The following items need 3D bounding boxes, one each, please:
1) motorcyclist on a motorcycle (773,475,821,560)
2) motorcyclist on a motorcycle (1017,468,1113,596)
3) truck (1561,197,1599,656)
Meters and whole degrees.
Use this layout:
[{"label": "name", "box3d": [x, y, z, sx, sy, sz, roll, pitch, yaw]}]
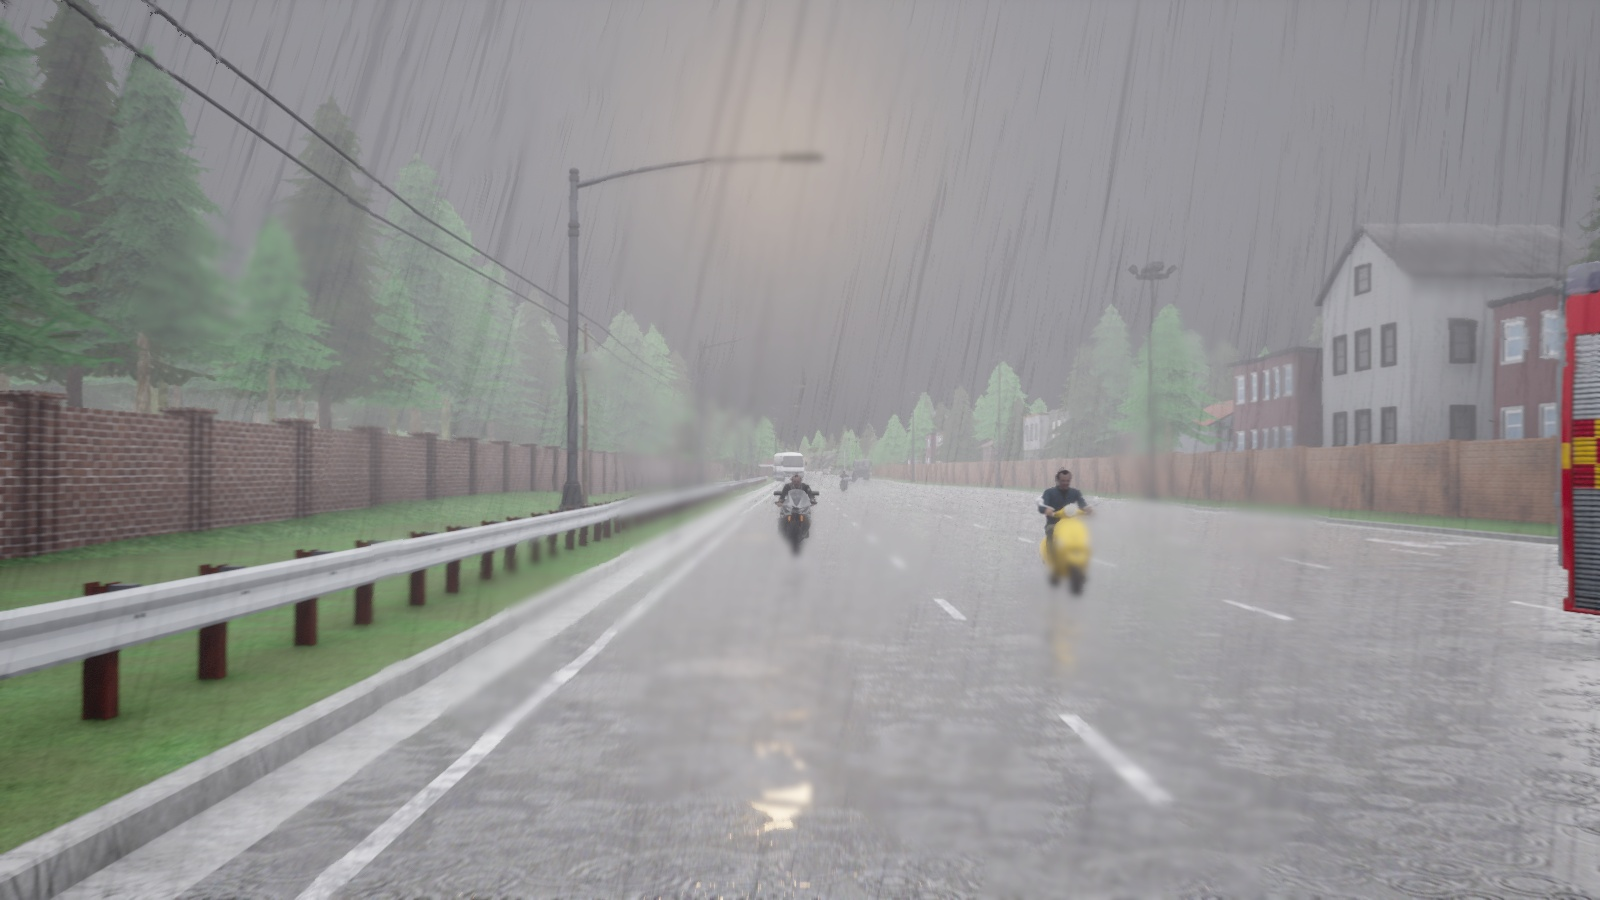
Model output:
[{"label": "motorcyclist on a motorcycle", "box3d": [-0.058, 1.249, 23.913, 0.866, 1.530, 2.191, 0, -1, 0]}, {"label": "motorcyclist on a motorcycle", "box3d": [3.459, 1.030, 16.534, 0.866, 1.590, 1.817, 0, -1, 0]}, {"label": "truck", "box3d": [9.291, -0.266, 7.227, 2.891, 3.827, 8.468, 0, -1, -19]}]
